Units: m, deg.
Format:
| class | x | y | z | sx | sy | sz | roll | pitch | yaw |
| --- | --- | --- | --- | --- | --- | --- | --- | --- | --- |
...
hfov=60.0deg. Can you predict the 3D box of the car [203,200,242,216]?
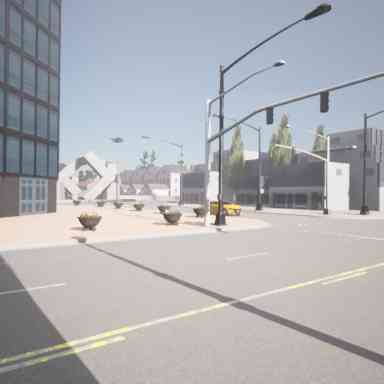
| class | x | y | z | sx | sy | sz | roll | pitch | yaw |
| --- | --- | --- | --- | --- | --- | --- | --- | --- | --- |
| car | 2.956 | 1.561 | 33.648 | 1.882 | 1.535 | 5.008 | 1 | -1 | -35 |
